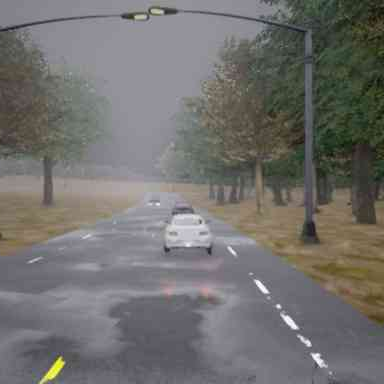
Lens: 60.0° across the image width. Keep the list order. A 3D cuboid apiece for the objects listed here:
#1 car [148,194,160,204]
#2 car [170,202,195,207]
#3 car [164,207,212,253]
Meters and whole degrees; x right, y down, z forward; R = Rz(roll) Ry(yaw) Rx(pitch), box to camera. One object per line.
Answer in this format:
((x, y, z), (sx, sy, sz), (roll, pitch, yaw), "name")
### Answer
((-7.372, 1.317, 65.039), (2.097, 1.767, 4.553), (0, 1, -5), "car")
((-0.804, 1.612, 28.617), (1.837, 1.490, 4.892), (0, 1, -3), "car")
((-0.178, 1.614, 14.004), (1.812, 1.442, 4.674), (0, 0, -1), "car")
